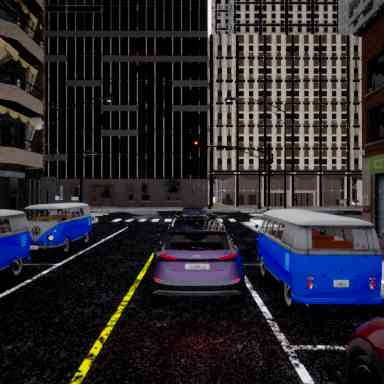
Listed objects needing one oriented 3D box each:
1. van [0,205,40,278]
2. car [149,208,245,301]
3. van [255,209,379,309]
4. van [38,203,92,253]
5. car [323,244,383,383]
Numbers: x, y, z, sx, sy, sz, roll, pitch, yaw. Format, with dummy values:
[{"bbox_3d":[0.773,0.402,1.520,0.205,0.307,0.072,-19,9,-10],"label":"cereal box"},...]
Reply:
[{"bbox_3d":[-5.308,1.343,7.578,1.690,1.788,3.998,0,0,0],"label":"van"},{"bbox_3d":[0.103,1.432,8.337,2.033,1.649,4.856,0,0,0],"label":"car"},{"bbox_3d":[2.573,1.343,7.580,1.690,1.788,3.998,0,0,0],"label":"van"},{"bbox_3d":[-5.305,1.345,13.268,1.690,1.788,3.998,0,0,0],"label":"van"},{"bbox_3d":[2.570,1.440,1.890,1.967,1.590,4.097,0,0,0],"label":"car"}]
